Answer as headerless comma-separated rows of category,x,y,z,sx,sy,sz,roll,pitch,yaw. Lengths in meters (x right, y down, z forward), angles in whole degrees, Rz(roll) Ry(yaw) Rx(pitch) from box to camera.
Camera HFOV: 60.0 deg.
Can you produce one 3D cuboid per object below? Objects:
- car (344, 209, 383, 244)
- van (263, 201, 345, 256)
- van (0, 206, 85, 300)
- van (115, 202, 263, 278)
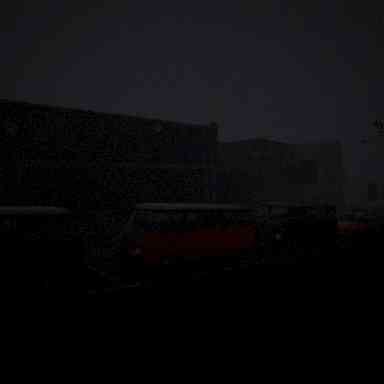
car,8.404,1.674,17.323,5.366,1.575,1.946,2,1,-40
van,4.235,1.384,13.713,4.442,1.987,1.878,2,1,-42
van,-4.633,1.275,6.899,4.442,1.987,1.878,2,1,-37
van,-0.142,1.325,10.229,4.442,1.987,1.878,2,1,-37
